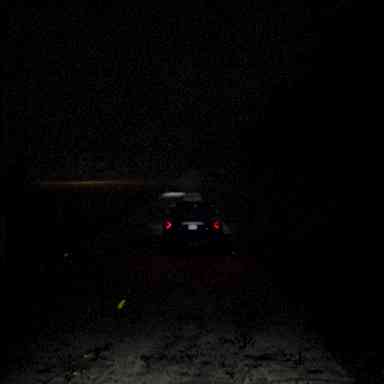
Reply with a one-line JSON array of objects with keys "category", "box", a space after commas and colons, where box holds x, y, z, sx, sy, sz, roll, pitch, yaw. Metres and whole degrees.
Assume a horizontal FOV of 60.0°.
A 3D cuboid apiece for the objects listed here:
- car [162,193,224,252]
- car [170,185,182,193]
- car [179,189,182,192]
[{"category": "car", "box": [0.046, 1.116, 12.986, 2.097, 1.767, 4.553, 0, 1, 1]}, {"category": "car", "box": [-2.788, -0.632, 58.500, 1.895, 1.301, 4.718, 0, 3, 1]}, {"category": "car", "box": [0.052, 0.779, 28.670, 1.812, 1.442, 4.674, 0, 3, 1]}]
